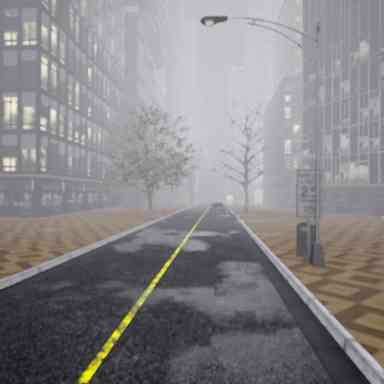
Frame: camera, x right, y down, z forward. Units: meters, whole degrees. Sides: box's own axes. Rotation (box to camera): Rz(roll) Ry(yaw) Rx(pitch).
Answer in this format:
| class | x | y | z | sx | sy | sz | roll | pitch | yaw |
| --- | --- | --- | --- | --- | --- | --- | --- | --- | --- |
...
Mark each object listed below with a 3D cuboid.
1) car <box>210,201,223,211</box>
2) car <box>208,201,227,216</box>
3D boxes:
| class | x | y | z | sx | sy | sz | roll | pitch | yaw |
| --- | --- | --- | --- | --- | --- | --- | --- | --- | --- |
| car | 3.709 | 2.058 | 49.685 | 1.812 | 1.442 | 4.674 | 0 | 0 | 5 |
| car | 2.982 | 1.918 | 38.964 | 1.837 | 1.490 | 4.892 | 0 | 0 | 4 |
